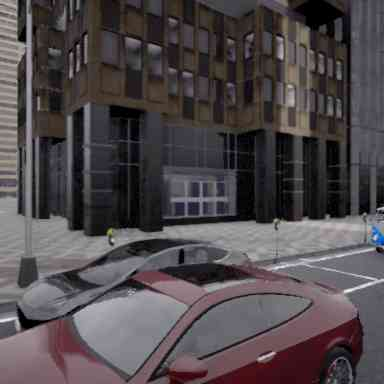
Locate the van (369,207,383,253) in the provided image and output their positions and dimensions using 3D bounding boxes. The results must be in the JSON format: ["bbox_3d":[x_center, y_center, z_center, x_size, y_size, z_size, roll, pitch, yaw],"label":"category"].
[{"bbox_3d":[8.409,1.411,12.675,3.998,1.788,1.690,0,0,-36],"label":"van"}]

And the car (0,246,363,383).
[{"bbox_3d":[-0.104,1.534,3.306,4.674,1.442,1.812,0,0,-36],"label":"car"}]

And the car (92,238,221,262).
[{"bbox_3d":[-0.760,1.580,6.114,4.313,1.339,1.947,0,0,-36],"label":"car"}]
